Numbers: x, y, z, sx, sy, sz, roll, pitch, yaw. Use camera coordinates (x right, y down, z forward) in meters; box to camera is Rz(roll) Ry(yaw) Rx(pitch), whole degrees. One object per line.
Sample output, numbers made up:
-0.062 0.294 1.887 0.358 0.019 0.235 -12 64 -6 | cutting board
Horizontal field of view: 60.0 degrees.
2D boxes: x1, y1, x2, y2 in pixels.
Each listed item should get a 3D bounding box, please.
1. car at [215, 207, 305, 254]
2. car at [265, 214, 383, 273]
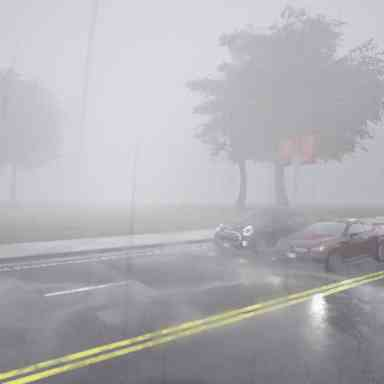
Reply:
3.121 1.431 13.893 4.553 1.767 2.097 1 0 -35 | car
4.801 1.602 11.084 4.674 1.442 1.812 1 0 -36 | car
